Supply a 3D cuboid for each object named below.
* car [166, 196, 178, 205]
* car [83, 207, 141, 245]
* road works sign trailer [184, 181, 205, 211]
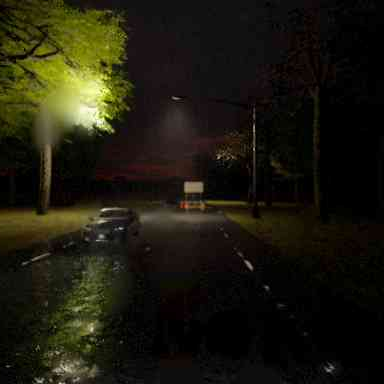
[{"bbox_3d":[-3.550,1.516,58.285,1.882,1.535,5.008,0,0,0],"label":"car"},{"bbox_3d":[-3.600,1.488,15.645,2.128,1.511,4.902,0,0,0],"label":"car"},{"bbox_3d":[0.193,0.476,40.509,2.380,3.560,2.880,0,0,-8],"label":"road works sign trailer"}]
